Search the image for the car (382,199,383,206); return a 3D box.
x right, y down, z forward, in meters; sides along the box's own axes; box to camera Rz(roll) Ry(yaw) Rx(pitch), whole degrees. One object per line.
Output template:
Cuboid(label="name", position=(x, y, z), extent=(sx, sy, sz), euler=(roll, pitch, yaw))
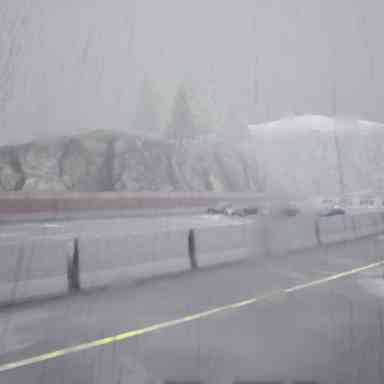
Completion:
Cuboid(label="car", position=(35.955, 1.706, 60.824), extent=(1.882, 1.535, 5.008), euler=(0, 0, 30))

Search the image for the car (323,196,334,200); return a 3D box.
Cuboid(label="car", position=(28.357, 1.656, 69.019), extent=(1.882, 1.535, 5.008), euler=(0, 0, 28))

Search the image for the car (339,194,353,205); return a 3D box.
Cuboid(label="car", position=(29.692, 1.468, 63.954), extent=(2.150, 2.045, 5.566), euler=(0, 0, 30))

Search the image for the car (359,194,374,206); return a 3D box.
Cuboid(label="car", position=(32.156, 1.466, 61.158), extent=(2.150, 2.045, 5.566), euler=(0, 0, 30))

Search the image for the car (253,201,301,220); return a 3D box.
Cuboid(label="car", position=(7.853, 1.616, 29.081), extent=(2.128, 1.511, 4.902), euler=(0, 0, 45))

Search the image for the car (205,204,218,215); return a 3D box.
Cuboid(label="car", position=(3.778, 1.686, 34.853), extent=(2.033, 1.411, 5.357), euler=(0, 0, 45))

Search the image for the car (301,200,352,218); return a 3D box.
Cuboid(label="car", position=(11.152, 1.647, 27.426), extent=(1.812, 1.442, 4.674), euler=(0, 0, 44))

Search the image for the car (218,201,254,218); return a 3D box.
Cuboid(label="car", position=(5.075, 1.619, 31.259), extent=(4.902, 1.511, 2.128), euler=(1, 0, -45))
